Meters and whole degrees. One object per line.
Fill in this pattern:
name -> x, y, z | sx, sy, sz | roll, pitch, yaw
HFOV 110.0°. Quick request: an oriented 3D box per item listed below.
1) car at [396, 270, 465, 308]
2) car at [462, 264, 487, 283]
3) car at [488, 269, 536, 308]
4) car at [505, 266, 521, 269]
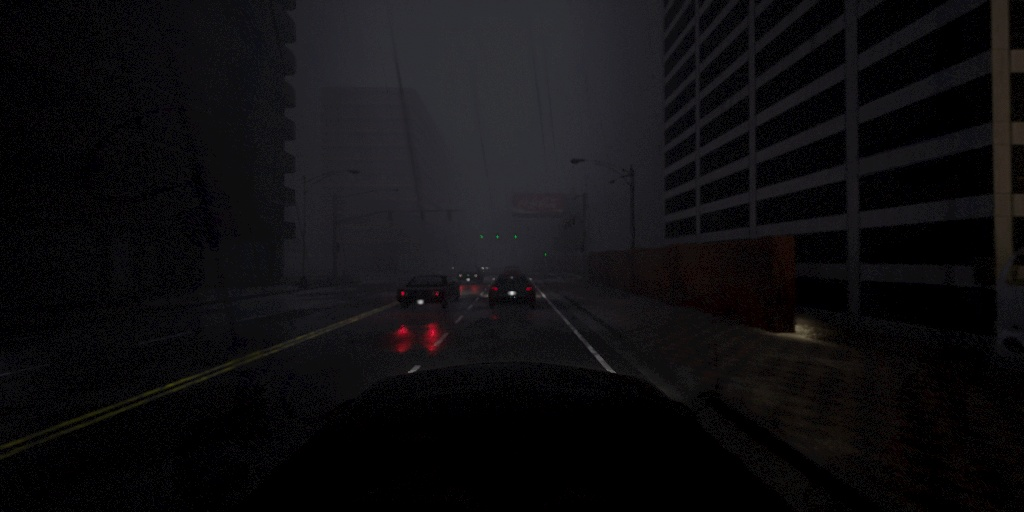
car -> -3.500, 1.491, 15.951 | 1.895, 1.301, 4.718 | 0, -1, 0
car -> -3.500, 1.638, 30.950 | 1.895, 1.301, 4.718 | 0, -1, 0
car -> 0.004, 1.456, 16.148 | 1.994, 1.385, 4.181 | 0, -1, 0
car -> 0.051, 1.565, 31.224 | 1.812, 1.442, 4.674 | 0, 0, 2
